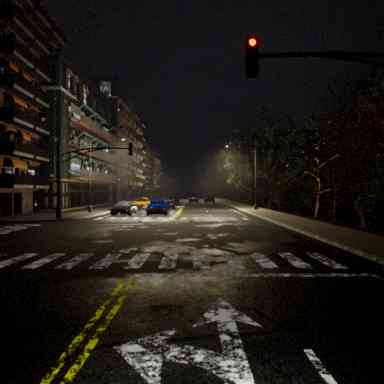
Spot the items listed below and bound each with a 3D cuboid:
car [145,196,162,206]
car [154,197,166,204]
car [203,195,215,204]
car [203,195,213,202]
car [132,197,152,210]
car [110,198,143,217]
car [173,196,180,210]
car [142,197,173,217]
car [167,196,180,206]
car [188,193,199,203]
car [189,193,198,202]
[{"bbox_3d":[-6.270,1.505,54.698,2.128,1.511,4.902,0,0,0],"label":"car"},{"bbox_3d":[-6.223,1.620,65.023,1.895,1.301,4.718,0,0,0],"label":"car"},{"bbox_3d":[3.532,1.525,66.065,1.837,1.490,4.892,0,0,0],"label":"car"},{"bbox_3d":[3.576,1.498,76.485,2.033,1.411,5.357,0,0,0],"label":"car"},{"bbox_3d":[-6.378,1.485,43.043,1.882,1.535,5.008,0,0,1],"label":"car"},{"bbox_3d":[-6.459,1.551,32.230,2.033,1.411,5.357,0,0,0],"label":"car"},{"bbox_3d":[-3.127,1.499,43.276,2.128,1.511,4.902,0,0,1],"label":"car"},{"bbox_3d":[-3.211,1.481,31.822,1.882,1.535,5.008,0,0,0],"label":"car"},{"bbox_3d":[-3.015,1.519,55.786,1.837,1.490,4.892,0,0,0],"label":"car"},{"bbox_3d":[0.384,1.512,66.486,2.128,1.511,4.902,0,0,0],"label":"car"},{"bbox_3d":[0.327,1.253,76.576,2.150,2.045,5.566,0,0,0],"label":"car"}]
